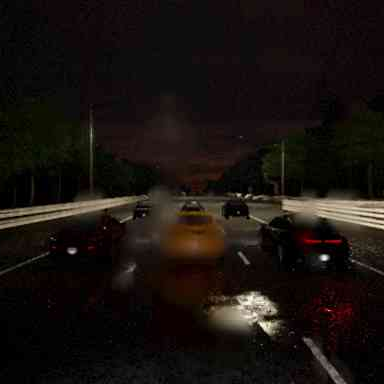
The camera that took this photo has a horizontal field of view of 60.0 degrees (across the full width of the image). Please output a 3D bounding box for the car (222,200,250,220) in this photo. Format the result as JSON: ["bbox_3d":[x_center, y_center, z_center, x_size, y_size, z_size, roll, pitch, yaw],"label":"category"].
[{"bbox_3d":[3.572,1.410,27.842,1.882,1.535,5.008,0,0,0],"label":"car"}]

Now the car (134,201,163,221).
[{"bbox_3d":[-3.437,1.432,26.329,2.128,1.511,4.902,0,0,0],"label":"car"}]

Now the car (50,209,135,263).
[{"bbox_3d":[-3.428,1.511,11.829,1.812,1.442,4.674,0,0,0],"label":"car"}]

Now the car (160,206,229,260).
[{"bbox_3d":[0.072,1.462,12.330,1.882,1.535,5.008,0,-1,0],"label":"car"}]

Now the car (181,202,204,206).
[{"bbox_3d":[0.066,1.502,26.778,1.994,1.385,4.181,0,0,0],"label":"car"}]

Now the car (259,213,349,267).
[{"bbox_3d":[3.567,1.492,11.355,1.837,1.490,4.892,0,1,0],"label":"car"}]
